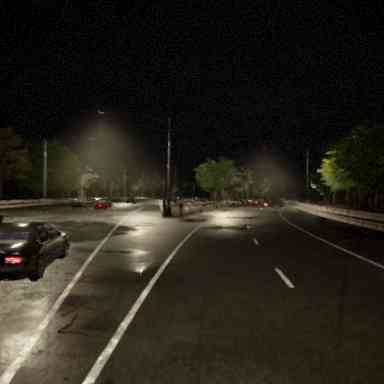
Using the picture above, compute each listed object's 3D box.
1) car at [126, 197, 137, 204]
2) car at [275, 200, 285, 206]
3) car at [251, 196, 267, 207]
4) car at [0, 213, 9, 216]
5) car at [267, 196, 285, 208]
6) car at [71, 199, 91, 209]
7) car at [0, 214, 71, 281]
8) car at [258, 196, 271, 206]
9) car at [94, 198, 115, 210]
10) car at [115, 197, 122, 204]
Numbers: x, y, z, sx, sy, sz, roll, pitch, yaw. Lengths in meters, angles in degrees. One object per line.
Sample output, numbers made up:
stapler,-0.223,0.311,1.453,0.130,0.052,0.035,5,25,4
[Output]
car,-14.388,2.051,79.325,1.837,1.490,4.892,1,-1,0
car,20.130,2.421,75.742,1.895,1.301,4.718,0,-1,19
car,13.219,2.128,66.681,2.097,1.767,4.553,0,-1,19
car,-9.364,1.636,15.694,1.895,1.301,4.718,1,-1,-8
car,16.674,2.027,65.952,2.150,2.045,5.566,0,-1,19
car,-16.783,1.808,50.411,2.033,1.411,5.357,1,0,-3
car,-4.981,1.577,9.761,2.033,1.411,5.357,1,-1,-9
car,16.570,1.984,76.161,2.150,2.045,5.566,0,-1,19
car,-13.079,1.861,49.202,1.994,1.385,4.181,1,0,-4
car,-17.884,2.024,78.444,1.812,1.442,4.674,1,-1,0
